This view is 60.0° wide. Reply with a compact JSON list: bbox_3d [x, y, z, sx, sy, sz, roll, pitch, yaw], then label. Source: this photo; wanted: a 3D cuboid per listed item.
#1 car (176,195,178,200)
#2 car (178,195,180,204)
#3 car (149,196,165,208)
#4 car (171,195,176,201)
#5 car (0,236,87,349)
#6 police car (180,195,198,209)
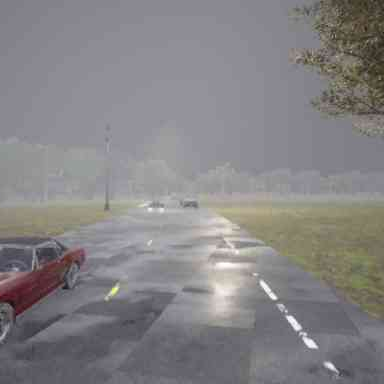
[{"bbox_3d":[-1.315,1.343,60.614,2.097,1.767,4.553,0,0,-4],"label":"car"},{"bbox_3d":[-0.864,1.467,54.642,1.882,1.535,5.008,0,0,-4],"label":"car"},{"bbox_3d":[-5.045,1.355,48.037,2.097,1.767,4.553,0,0,-3],"label":"car"},{"bbox_3d":[-3.798,1.354,79.872,2.128,1.511,4.902,0,0,-4],"label":"car"},{"bbox_3d":[-3.627,1.606,6.319,1.895,1.301,4.718,0,0,0],"label":"car"},{"bbox_3d":[-0.223,1.410,44.735,1.930,1.638,5.238,0,0,-3],"label":"police car"}]
